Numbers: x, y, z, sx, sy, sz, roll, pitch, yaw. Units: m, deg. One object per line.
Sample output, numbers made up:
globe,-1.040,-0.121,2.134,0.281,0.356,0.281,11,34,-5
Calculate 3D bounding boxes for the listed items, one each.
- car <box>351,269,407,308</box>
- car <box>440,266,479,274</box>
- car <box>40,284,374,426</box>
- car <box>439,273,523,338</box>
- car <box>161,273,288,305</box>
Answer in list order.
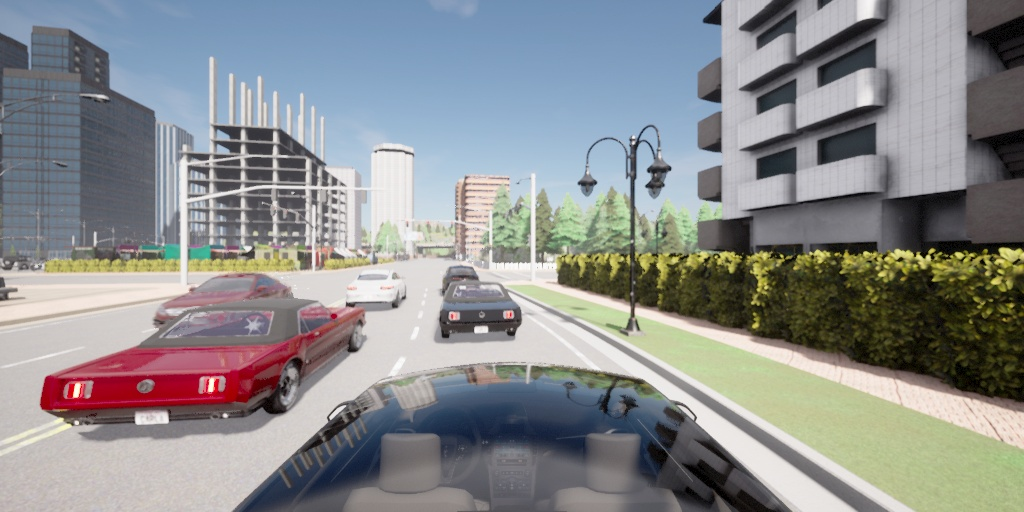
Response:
car,-5.447,1.267,14.730,1.812,1.442,4.674,0,0,-11
car,-2.788,1.243,19.248,1.837,1.490,4.892,0,0,-12
car,-3.909,1.348,5.846,1.895,1.301,4.718,0,0,-7
car,-1.038,1.345,10.157,1.895,1.301,4.718,0,0,-9
car,-8.333,1.269,10.922,1.812,1.442,4.674,0,0,-11
